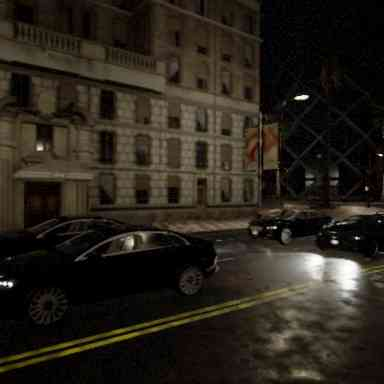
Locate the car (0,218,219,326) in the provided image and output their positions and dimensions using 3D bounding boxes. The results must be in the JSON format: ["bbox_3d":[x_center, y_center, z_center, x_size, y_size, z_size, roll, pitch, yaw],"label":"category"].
[{"bbox_3d":[-1.670,1.478,7.084,4.902,1.511,2.128,0,0,-35],"label":"car"}]

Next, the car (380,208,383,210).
[{"bbox_3d":[12.974,1.676,21.466,4.718,1.301,1.895,0,0,-34],"label":"car"}]

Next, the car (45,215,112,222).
[{"bbox_3d":[-3.682,1.463,9.947,4.902,1.511,2.128,0,0,-35],"label":"car"}]

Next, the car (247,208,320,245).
[{"bbox_3d":[4.763,1.516,15.833,4.902,1.511,2.128,0,0,-34],"label":"car"}]

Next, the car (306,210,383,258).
[{"bbox_3d":[6.717,1.602,12.924,4.181,1.385,1.994,0,0,-34],"label":"car"}]
